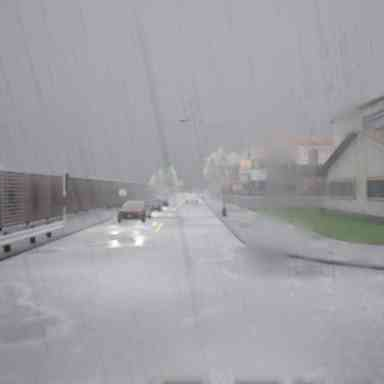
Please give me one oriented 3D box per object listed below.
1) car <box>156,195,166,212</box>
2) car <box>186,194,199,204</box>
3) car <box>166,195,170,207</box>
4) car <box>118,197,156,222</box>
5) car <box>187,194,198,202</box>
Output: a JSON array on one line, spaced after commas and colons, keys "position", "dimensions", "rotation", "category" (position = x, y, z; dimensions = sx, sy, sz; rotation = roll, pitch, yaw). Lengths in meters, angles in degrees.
[{"position": [-4.078, 1.295, 34.305], "dimensions": [1.994, 1.385, 4.181], "rotation": [0, 0, 0], "category": "car"}, {"position": [0.013, 1.115, 52.413], "dimensions": [1.812, 1.442, 4.674], "rotation": [0, 0, 0], "category": "car"}, {"position": [-4.060, 1.130, 44.312], "dimensions": [1.882, 1.535, 5.008], "rotation": [0, 0, 0], "category": "car"}, {"position": [-4.085, 1.287, 24.300], "dimensions": [1.882, 1.535, 5.008], "rotation": [0, 0, 0], "category": "car"}, {"position": [0.015, 1.075, 62.417], "dimensions": [1.994, 1.385, 4.181], "rotation": [0, 0, 0], "category": "car"}]
